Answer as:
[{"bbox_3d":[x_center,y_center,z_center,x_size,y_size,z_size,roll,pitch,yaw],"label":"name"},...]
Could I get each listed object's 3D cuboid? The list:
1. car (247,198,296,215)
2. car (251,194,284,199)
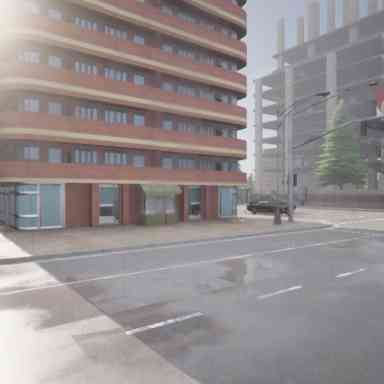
[{"bbox_3d":[7.687,1.601,32.712,1.895,1.301,4.718,0,0,-36],"label":"car"},{"bbox_3d":[8.845,1.222,37.055,2.150,2.045,5.566,0,0,-36],"label":"car"}]
